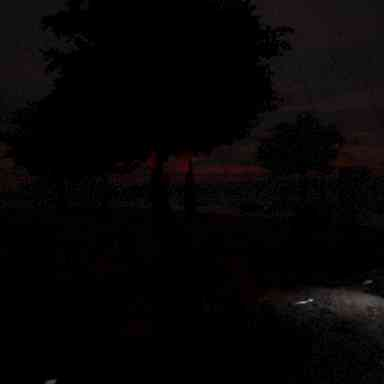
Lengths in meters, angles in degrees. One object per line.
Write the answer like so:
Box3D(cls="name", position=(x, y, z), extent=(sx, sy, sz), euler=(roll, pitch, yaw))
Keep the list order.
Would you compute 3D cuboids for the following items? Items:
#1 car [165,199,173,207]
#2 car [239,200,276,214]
Box3D(cls="car", position=(-5.226, 2.106, 60.820), extent=(1.837, 1.490, 4.892), euler=(-3, 0, -28))
Box3D(cls="car", position=(7.541, 1.710, 38.808), extent=(1.882, 1.535, 5.008), euler=(-3, 1, -32))
